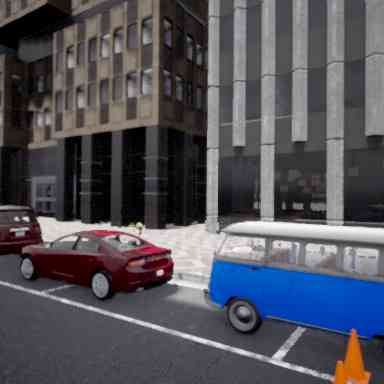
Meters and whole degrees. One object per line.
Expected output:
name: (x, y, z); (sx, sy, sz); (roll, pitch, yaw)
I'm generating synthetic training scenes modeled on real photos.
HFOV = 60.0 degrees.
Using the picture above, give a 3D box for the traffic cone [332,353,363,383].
traffic cone: (1.507, 2.023, 3.391); (0.340, 0.580, 0.340); (0, -1, 33)

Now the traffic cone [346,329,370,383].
traffic cone: (2.053, 2.040, 4.229); (0.340, 0.580, 0.340); (0, -1, 33)

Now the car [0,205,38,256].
car: (-7.294, 1.372, 11.568); (5.009, 1.841, 2.192); (0, -1, 33)

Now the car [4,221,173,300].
car: (-2.573, 1.623, 8.489); (4.507, 1.381, 1.887); (0, -1, 33)

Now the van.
van: (2.154, 1.442, 5.417); (3.998, 1.788, 1.690); (0, -1, 33)
